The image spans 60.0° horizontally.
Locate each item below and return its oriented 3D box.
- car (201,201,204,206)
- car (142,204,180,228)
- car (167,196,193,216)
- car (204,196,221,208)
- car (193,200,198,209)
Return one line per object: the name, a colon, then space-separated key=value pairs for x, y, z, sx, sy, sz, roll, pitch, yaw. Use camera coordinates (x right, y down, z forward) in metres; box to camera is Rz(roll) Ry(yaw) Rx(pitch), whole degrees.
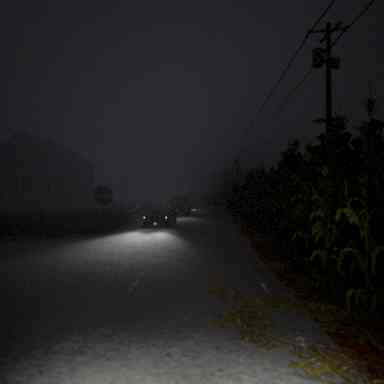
car: x=3.470 y=2.024 z=65.983 sx=1.994 sy=1.385 sz=4.181 roll=0 pitch=0 yaw=-25
car: x=-2.233 y=1.767 z=23.769 sx=1.895 sy=1.301 sz=4.718 roll=0 pitch=0 yaw=4
car: x=-1.334 y=1.468 z=35.725 sx=2.150 sy=2.045 sz=5.566 roll=0 pitch=0 yaw=3
car: x=3.551 y=1.607 z=55.283 sx=2.150 sy=2.045 sz=5.566 roll=0 pitch=0 yaw=5
car: x=-0.111 y=1.906 z=51.472 sx=2.033 sy=1.411 sz=5.357 roll=0 pitch=0 yaw=5
